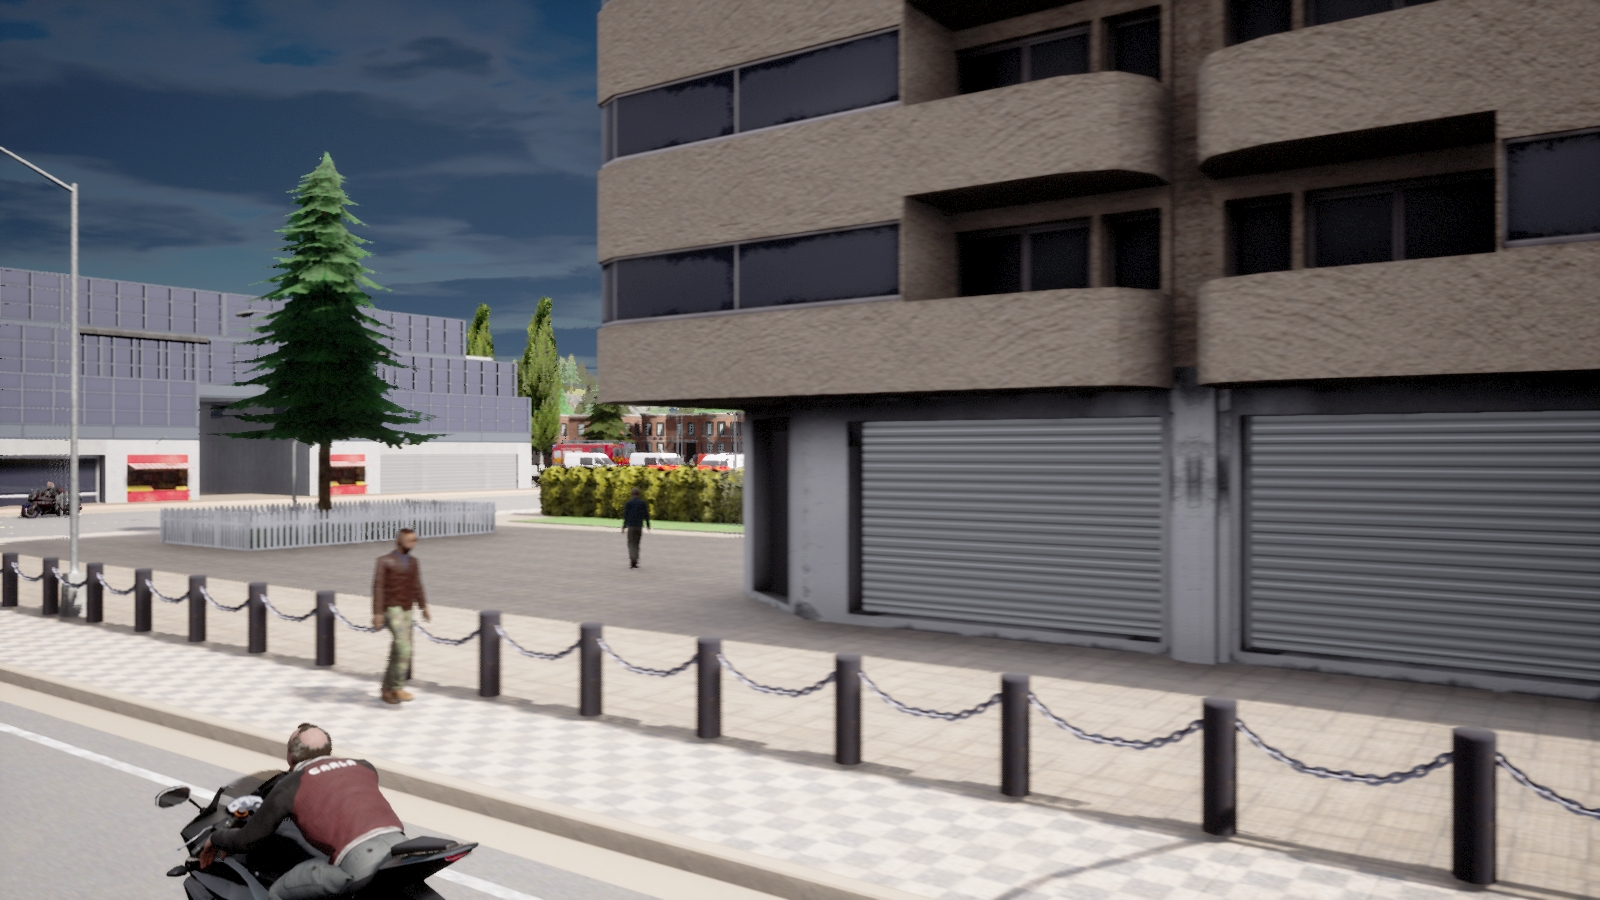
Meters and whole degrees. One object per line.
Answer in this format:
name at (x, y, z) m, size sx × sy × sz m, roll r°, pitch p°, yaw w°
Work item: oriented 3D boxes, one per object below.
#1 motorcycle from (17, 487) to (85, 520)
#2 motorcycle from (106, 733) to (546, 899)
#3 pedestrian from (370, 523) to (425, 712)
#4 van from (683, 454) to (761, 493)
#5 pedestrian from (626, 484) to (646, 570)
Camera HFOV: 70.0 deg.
motorcycle at (-31.053, 2.214, 47.405) m, size 0.867 × 1.251 × 2.209 m, roll 0°, pitch 0°, yaw 35°
motorcycle at (-2.289, 2.206, 5.388) m, size 2.209 × 1.251 × 0.867 m, roll 0°, pitch 0°, yaw 35°
pedestrian at (-4.133, 1.699, 11.734) m, size 0.375 × 1.860 × 0.375 m, roll 0°, pitch 0°, yaw 28°
van at (-5.267, 1.543, 77.941) m, size 1.988 × 2.561 × 5.915 m, roll 0°, pitch 0°, yaw 35°
pedestrian at (-3.596, 1.678, 25.019) m, size 0.375 × 1.860 × 0.375 m, roll 0°, pitch 0°, yaw -20°
